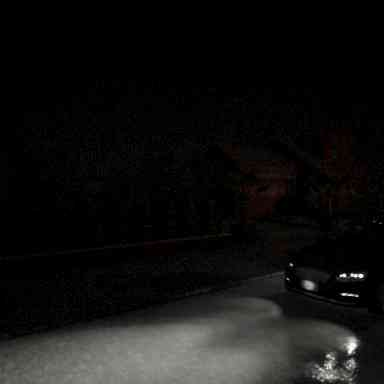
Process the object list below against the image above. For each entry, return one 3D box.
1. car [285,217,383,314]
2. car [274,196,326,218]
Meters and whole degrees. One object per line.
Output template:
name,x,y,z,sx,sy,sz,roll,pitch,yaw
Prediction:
car,4.155,1.438,7.538,4.902,1.511,2.128,0,0,-35
car,7.552,1.037,22.843,1.845,1.501,3.633,-1,0,-38
